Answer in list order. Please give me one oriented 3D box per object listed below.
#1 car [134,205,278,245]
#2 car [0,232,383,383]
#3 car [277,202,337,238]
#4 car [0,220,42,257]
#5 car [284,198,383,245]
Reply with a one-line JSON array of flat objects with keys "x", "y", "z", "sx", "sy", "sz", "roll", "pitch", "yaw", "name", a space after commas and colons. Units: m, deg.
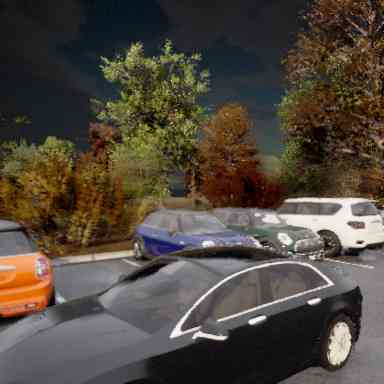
[{"x": 0.009, "y": 1.365, "z": 10.104, "sx": 2.185, "sy": 1.767, "sz": 4.553, "roll": 0, "pitch": 0, "yaw": -36, "name": "car"}, {"x": 0.206, "y": 1.511, "z": 4.122, "sx": 4.892, "sy": 1.490, "sz": 1.837, "roll": 1, "pitch": 0, "yaw": -35, "name": "car"}, {"x": 2.276, "y": 1.370, "z": 11.721, "sx": 2.185, "sy": 1.767, "sz": 4.553, "roll": 0, "pitch": 0, "yaw": -36, "name": "car"}, {"x": -4.387, "y": 1.355, "z": 6.890, "sx": 2.185, "sy": 1.767, "sz": 4.553, "roll": 0, "pitch": 0, "yaw": -35, "name": "car"}, {"x": 4.647, "y": 1.250, "z": 13.409, "sx": 2.435, "sy": 2.045, "sz": 5.566, "roll": 0, "pitch": 0, "yaw": -36, "name": "car"}]
